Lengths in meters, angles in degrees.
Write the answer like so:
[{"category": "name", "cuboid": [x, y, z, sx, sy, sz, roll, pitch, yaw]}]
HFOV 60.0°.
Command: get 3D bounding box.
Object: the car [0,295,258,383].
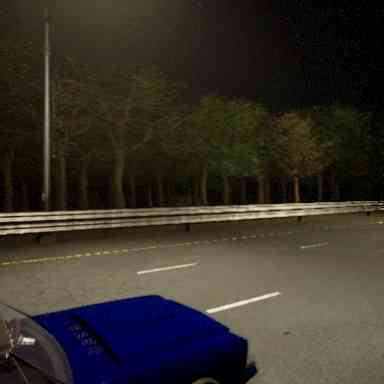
[{"category": "car", "cuboid": [-1.696, 1.602, 2.658, 4.718, 1.301, 1.895, 0, 0, -35]}]
